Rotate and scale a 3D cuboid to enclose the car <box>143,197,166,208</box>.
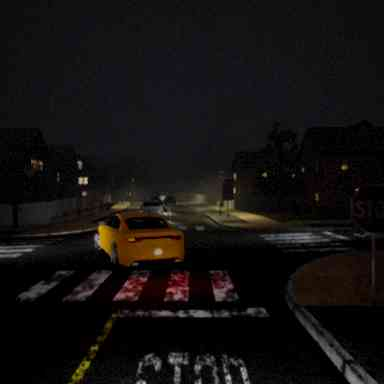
[{"bbox_3d":[-3.306,1.429,27.442,1.812,1.442,4.674,0,0,-3],"label":"car"}]

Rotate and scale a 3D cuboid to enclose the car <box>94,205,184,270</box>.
[{"bbox_3d":[-1.900,1.398,10.951,1.882,1.535,5.008,0,0,-24],"label":"car"}]

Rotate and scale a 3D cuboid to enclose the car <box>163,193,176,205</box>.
[{"bbox_3d":[-3.868,1.402,57.887,1.837,1.490,4.892,0,0,-10],"label":"car"}]

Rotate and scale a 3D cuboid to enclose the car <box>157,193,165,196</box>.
[{"bbox_3d":[-5.621,1.386,50.691,1.837,1.490,4.892,0,0,-8],"label":"car"}]

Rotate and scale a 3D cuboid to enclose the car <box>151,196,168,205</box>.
[{"bbox_3d":[-4.032,1.457,37.238,1.994,1.385,4.181,0,0,-6],"label":"car"}]

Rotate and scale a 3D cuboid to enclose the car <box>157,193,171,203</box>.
[{"bbox_3d":[-5.825,1.182,67.815,2.150,2.045,5.566,0,0,-12],"label":"car"}]
